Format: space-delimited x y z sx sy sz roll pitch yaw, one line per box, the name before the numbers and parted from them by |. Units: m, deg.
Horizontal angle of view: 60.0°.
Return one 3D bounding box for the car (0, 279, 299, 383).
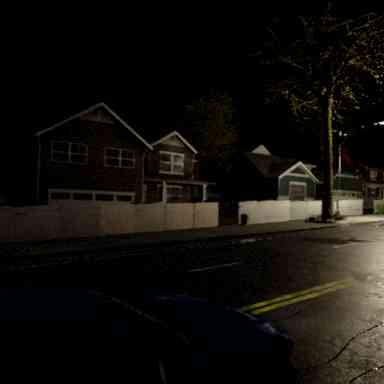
car | -1.256 1.479 2.541 5.008 1.535 1.882 0 0 -36
